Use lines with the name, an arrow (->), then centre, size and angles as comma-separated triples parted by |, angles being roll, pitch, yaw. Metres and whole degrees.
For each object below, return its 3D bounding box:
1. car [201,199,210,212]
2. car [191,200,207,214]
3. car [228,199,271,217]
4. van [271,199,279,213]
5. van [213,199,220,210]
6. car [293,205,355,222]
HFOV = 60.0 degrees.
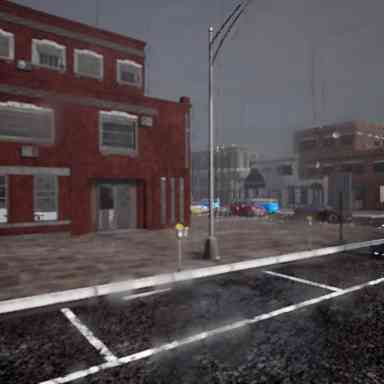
car -> 0.362, 2.150, 46.166 | 1.812, 1.442, 4.674 | 0, -1, -36
car -> -0.592, 2.138, 43.110 | 1.752, 1.417, 4.829 | -1, 0, -36
car -> 6.283, 1.833, 38.073 | 2.097, 1.767, 4.553 | 0, -1, -36
van -> 9.406, 1.825, 43.583 | 1.690, 1.788, 3.998 | -1, 0, -36
van -> 2.714, 1.988, 52.711 | 1.690, 1.788, 3.998 | -1, 0, -36
car -> 11.880, 1.892, 30.441 | 2.033, 1.411, 5.357 | 0, -1, -36
